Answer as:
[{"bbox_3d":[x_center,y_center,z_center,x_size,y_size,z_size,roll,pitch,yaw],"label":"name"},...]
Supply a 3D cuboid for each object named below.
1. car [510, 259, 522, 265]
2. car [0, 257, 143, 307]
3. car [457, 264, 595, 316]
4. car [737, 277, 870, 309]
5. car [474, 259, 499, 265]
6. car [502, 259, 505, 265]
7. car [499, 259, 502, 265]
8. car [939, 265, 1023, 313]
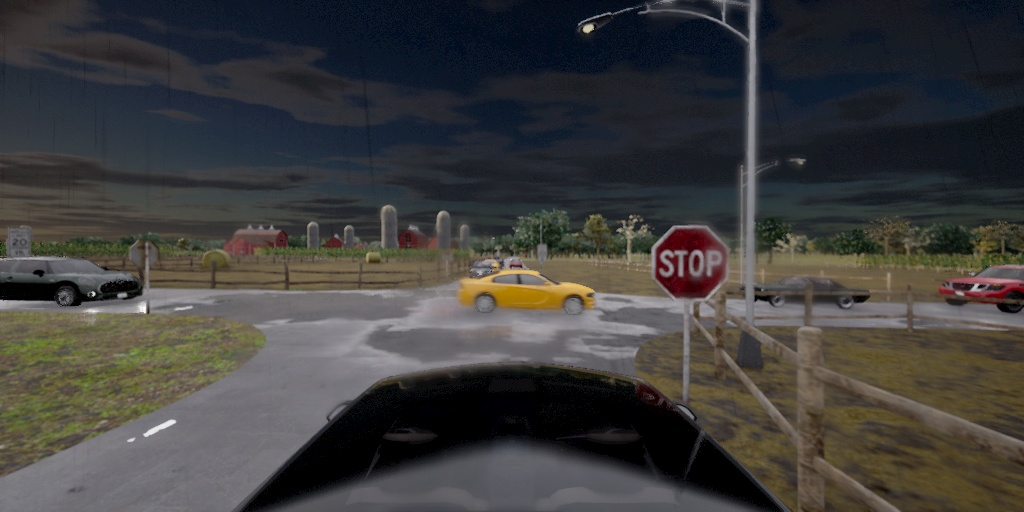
[{"bbox_3d":[0.648,1.171,58.151,1.994,1.385,4.181,0,0,1],"label":"car"},{"bbox_3d":[-16.692,0.840,13.304,4.553,1.767,2.097,1,1,0],"label":"car"},{"bbox_3d":[0.518,1.263,13.252,5.008,1.535,1.882,1,1,0],"label":"car"},{"bbox_3d":[12.905,1.580,16.153,4.718,1.301,1.895,1,1,0],"label":"car"},{"bbox_3d":[-2.519,1.182,30.772,2.128,1.511,4.902,0,0,0],"label":"car"},{"bbox_3d":[-2.357,1.197,50.220,1.994,1.385,4.181,0,0,1],"label":"car"},{"bbox_3d":[-2.462,1.142,40.169,1.882,1.535,5.008,0,0,1],"label":"car"},{"bbox_3d":[22.901,1.415,16.109,5.566,2.045,2.150,1,1,0],"label":"car"}]
